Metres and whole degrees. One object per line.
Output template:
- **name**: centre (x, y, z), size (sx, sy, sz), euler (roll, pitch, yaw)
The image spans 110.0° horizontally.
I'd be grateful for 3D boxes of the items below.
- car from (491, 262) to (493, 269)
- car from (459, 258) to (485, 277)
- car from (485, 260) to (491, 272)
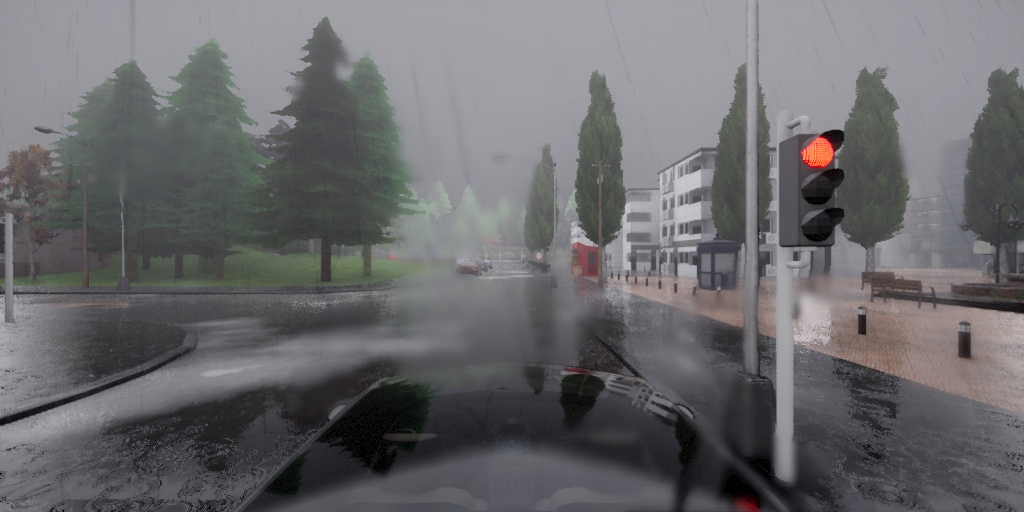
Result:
- **car**: centre (-4.039, 1.275, 55.776), size (1.812, 1.442, 4.674), euler (0, 0, 0)
- **car**: centre (-4.095, 1.227, 35.729), size (1.882, 1.535, 5.008), euler (0, 0, 0)
- **car**: centre (-4.081, 1.313, 45.649), size (1.994, 1.385, 4.181), euler (0, 0, 0)
